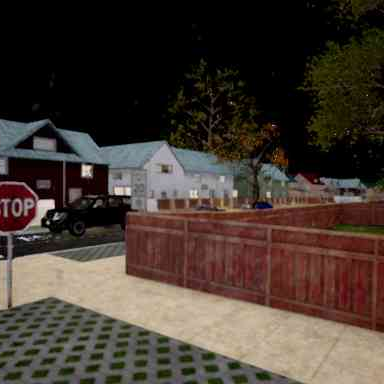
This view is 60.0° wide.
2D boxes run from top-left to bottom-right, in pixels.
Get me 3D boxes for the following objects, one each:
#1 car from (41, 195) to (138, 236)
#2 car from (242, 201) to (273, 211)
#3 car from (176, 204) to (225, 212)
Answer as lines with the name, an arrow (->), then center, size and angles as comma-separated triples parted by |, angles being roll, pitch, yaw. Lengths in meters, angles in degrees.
car -> -5.340, 1.170, 18.366 | 2.150, 2.045, 5.566 | 1, 0, 37
car -> 6.887, 1.676, 34.654 | 1.812, 1.442, 4.674 | 1, 0, 37
car -> 0.671, 1.649, 26.400 | 1.895, 1.301, 4.718 | 1, 0, 37
